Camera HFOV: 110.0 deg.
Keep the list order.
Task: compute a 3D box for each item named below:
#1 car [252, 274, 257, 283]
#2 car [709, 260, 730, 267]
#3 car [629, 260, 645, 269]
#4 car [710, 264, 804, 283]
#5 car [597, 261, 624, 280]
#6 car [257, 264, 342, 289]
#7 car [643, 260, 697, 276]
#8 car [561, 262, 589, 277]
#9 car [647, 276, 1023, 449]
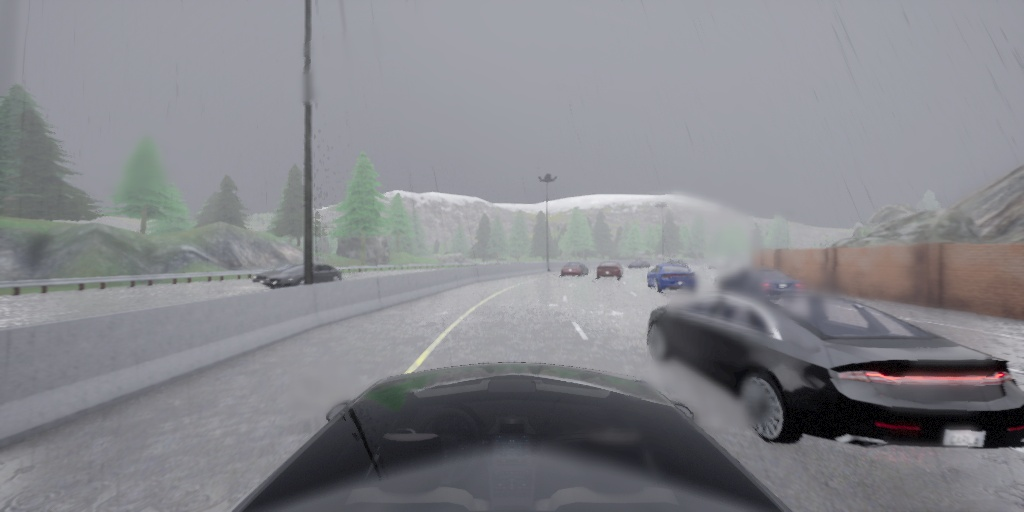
[{"bbox_3d":[-15.418,1.260,25.495,2.033,1.411,5.357,0,0,12],"label":"car"},{"bbox_3d":[28.311,1.200,48.576,1.812,1.442,4.674,0,0,45],"label":"car"},{"bbox_3d":[19.593,1.227,54.846,1.994,1.385,4.181,0,0,43],"label":"car"},{"bbox_3d":[11.476,1.273,16.910,2.033,1.411,5.357,0,0,12],"label":"car"},{"bbox_3d":[8.587,1.180,31.067,1.882,1.535,5.008,-1,0,22],"label":"car"},{"bbox_3d":[-12.522,1.224,21.944,1.837,1.490,4.892,0,0,10],"label":"car"},{"bbox_3d":[8.888,1.198,20.201,1.882,1.535,5.008,0,0,12],"label":"car"},{"bbox_3d":[6.171,1.260,34.948,1.994,1.385,4.181,0,0,24],"label":"car"},{"bbox_3d":[3.617,1.235,5.272,2.128,1.511,4.902,0,0,0],"label":"car"}]
